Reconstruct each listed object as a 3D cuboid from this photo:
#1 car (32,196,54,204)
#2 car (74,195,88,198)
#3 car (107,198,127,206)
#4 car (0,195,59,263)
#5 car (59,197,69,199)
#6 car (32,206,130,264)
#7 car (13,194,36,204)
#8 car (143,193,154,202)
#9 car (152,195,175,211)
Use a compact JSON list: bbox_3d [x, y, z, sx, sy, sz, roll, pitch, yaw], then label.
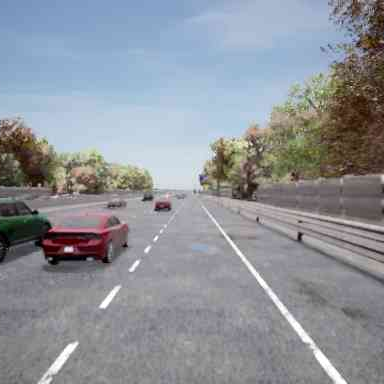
[{"bbox_3d":[-28.005,1.475,62.821,1.882,1.535,5.008,0,0,0],"label":"car"},{"bbox_3d":[-21.007,1.355,62.990,2.097,1.767,4.553,0,0,0],"label":"car"},{"bbox_3d":[-10.506,1.568,46.815,2.033,1.411,5.357,0,0,0],"label":"car"},{"bbox_3d":[-6.998,1.221,11.769,2.150,2.045,5.566,0,0,0],"label":"car"},{"bbox_3d":[-24.506,1.595,62.837,1.895,1.301,4.718,0,0,0],"label":"car"},{"bbox_3d":[-3.502,1.482,11.915,1.882,1.535,5.008,0,0,0],"label":"car"},{"bbox_3d":[-31.505,1.347,62.850,2.097,1.767,4.553,0,0,0],"label":"car"},{"bbox_3d":[-10.508,1.273,80.891,2.150,2.045,5.566,0,0,0],"label":"car"},{"bbox_3d":[-3.500,1.504,41.406,1.882,1.535,5.008,0,0,0],"label":"car"}]
